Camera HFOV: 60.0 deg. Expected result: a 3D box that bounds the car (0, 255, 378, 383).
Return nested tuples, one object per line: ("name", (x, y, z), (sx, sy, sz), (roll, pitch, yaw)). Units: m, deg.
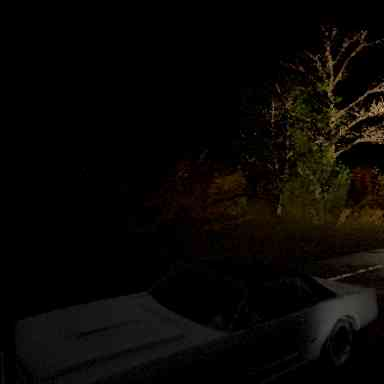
("car", (0.297, 1.603, 4.205), (4.718, 1.301, 1.895), (0, 0, -36))
